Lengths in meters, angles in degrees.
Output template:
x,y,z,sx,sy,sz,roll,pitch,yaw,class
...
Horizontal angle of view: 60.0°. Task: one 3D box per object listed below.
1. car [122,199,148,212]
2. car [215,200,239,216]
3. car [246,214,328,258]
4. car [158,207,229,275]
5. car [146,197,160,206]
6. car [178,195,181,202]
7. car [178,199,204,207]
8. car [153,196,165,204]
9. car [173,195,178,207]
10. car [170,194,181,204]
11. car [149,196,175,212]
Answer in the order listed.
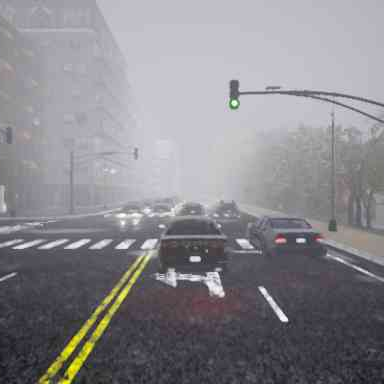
x,y,z,sx,sy,sz,roll,pitch,yaw,class
-6.602,1.592,37.942,1.895,1.301,4.718,0,0,0,car
3.343,1.483,32.173,2.128,1.511,4.902,0,0,0,car
3.348,1.543,12.734,2.033,1.411,5.357,0,0,0,car
-0.039,1.474,10.540,1.882,1.535,5.008,0,0,-3,car
-6.519,1.596,56.152,1.895,1.301,4.718,0,0,0,car
-3.275,1.560,56.712,1.994,1.385,4.181,0,0,0,car
0.088,1.563,28.898,1.994,1.385,4.181,0,0,0,car
-6.515,1.563,66.003,1.994,1.385,4.181,0,0,0,car
-3.339,1.498,47.797,1.837,1.490,4.892,0,0,0,car
-3.265,1.352,66.864,2.097,1.767,4.553,0,0,0,car
-3.352,1.539,38.197,2.033,1.411,5.357,0,0,0,car
